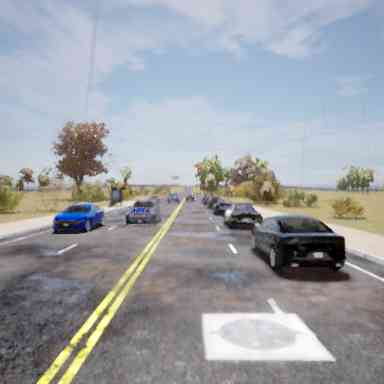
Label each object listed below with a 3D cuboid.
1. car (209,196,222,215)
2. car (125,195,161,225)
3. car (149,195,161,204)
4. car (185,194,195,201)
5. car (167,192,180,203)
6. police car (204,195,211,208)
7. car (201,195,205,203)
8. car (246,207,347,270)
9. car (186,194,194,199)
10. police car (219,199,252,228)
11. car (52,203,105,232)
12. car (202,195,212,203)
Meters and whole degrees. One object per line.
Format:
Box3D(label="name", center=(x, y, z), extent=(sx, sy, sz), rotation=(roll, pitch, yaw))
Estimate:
Box3D(label="car", center=(3.141, 1.452, 33.068), extent=(2.163, 1.488, 4.792), rotation=(0, 0, 0))
Box3D(label="car", center=(-3.407, 1.318, 23.899), extent=(2.097, 1.767, 4.553), rotation=(0, 0, 0))
Box3D(label="car", center=(-6.847, 1.385, 62.063), extent=(1.837, 1.490, 4.892), rotation=(0, 0, 0))
Box3D(label="car", center=(-0.416, 1.246, 75.004), extent=(1.812, 1.442, 4.674), rotation=(0, 0, 0))
Box3D(label="car", center=(-3.602, 1.098, 64.410), extent=(2.150, 2.045, 5.566), rotation=(0, 0, 0))
Box3D(label="police car", center=(3.060, 1.350, 44.152), extent=(1.930, 1.638, 5.238), rotation=(0, 0, 0))
Box3D(label="car", center=(2.978, 1.403, 55.072), extent=(2.163, 1.488, 4.792), rotation=(0, 0, 0))
Box3D(label="car", center=(3.238, 1.464, 11.016), extent=(1.882, 1.535, 5.008), rotation=(0, 0, 0))
Box3D(label="car", center=(-0.534, 1.181, 91.004), extent=(2.033, 1.411, 5.357), rotation=(0, 0, 0))
Box3D(label="police car", center=(3.202, 1.474, 22.027), extent=(2.038, 1.542, 4.974), rotation=(0, 0, 0))
Box3D(label="car", center=(-6.641, 1.451, 19.984), extent=(1.882, 1.535, 5.008), rotation=(0, 0, 0))
Box3D(label="car", center=(2.897, 1.373, 66.042), extent=(1.837, 1.490, 4.892), rotation=(0, 0, 0))
